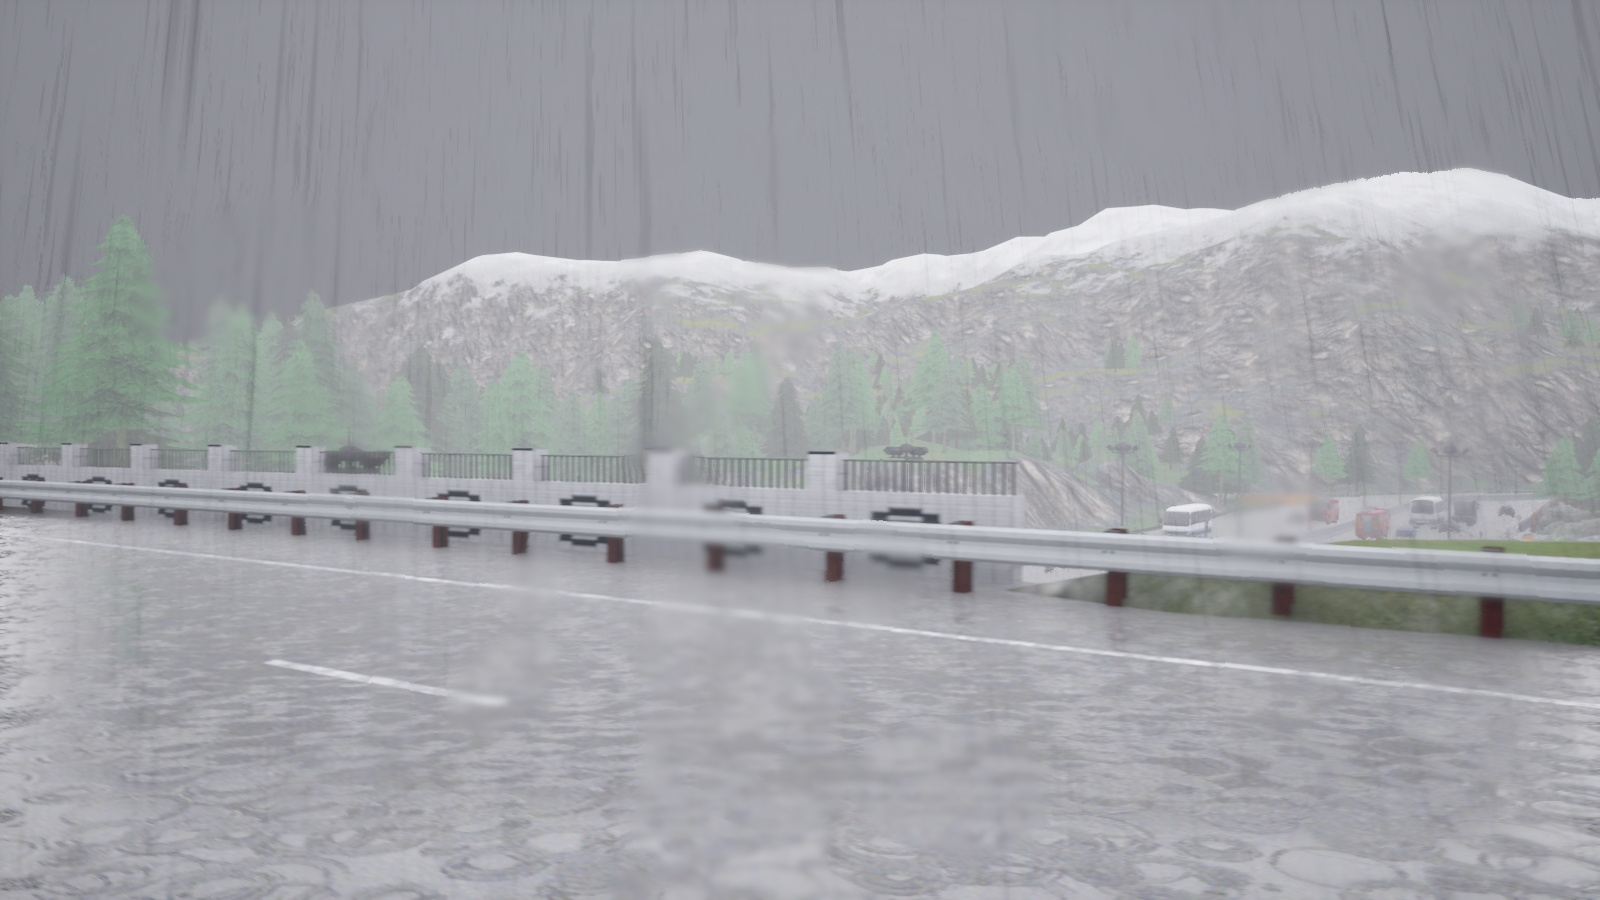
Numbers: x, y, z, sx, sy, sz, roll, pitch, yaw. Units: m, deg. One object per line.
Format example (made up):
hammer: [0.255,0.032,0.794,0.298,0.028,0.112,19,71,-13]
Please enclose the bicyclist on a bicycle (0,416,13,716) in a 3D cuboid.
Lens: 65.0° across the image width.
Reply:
bicyclist on a bicycle: [-5.149,0.635,7.043,1.656,1.620,0.582,-1,1,34]
